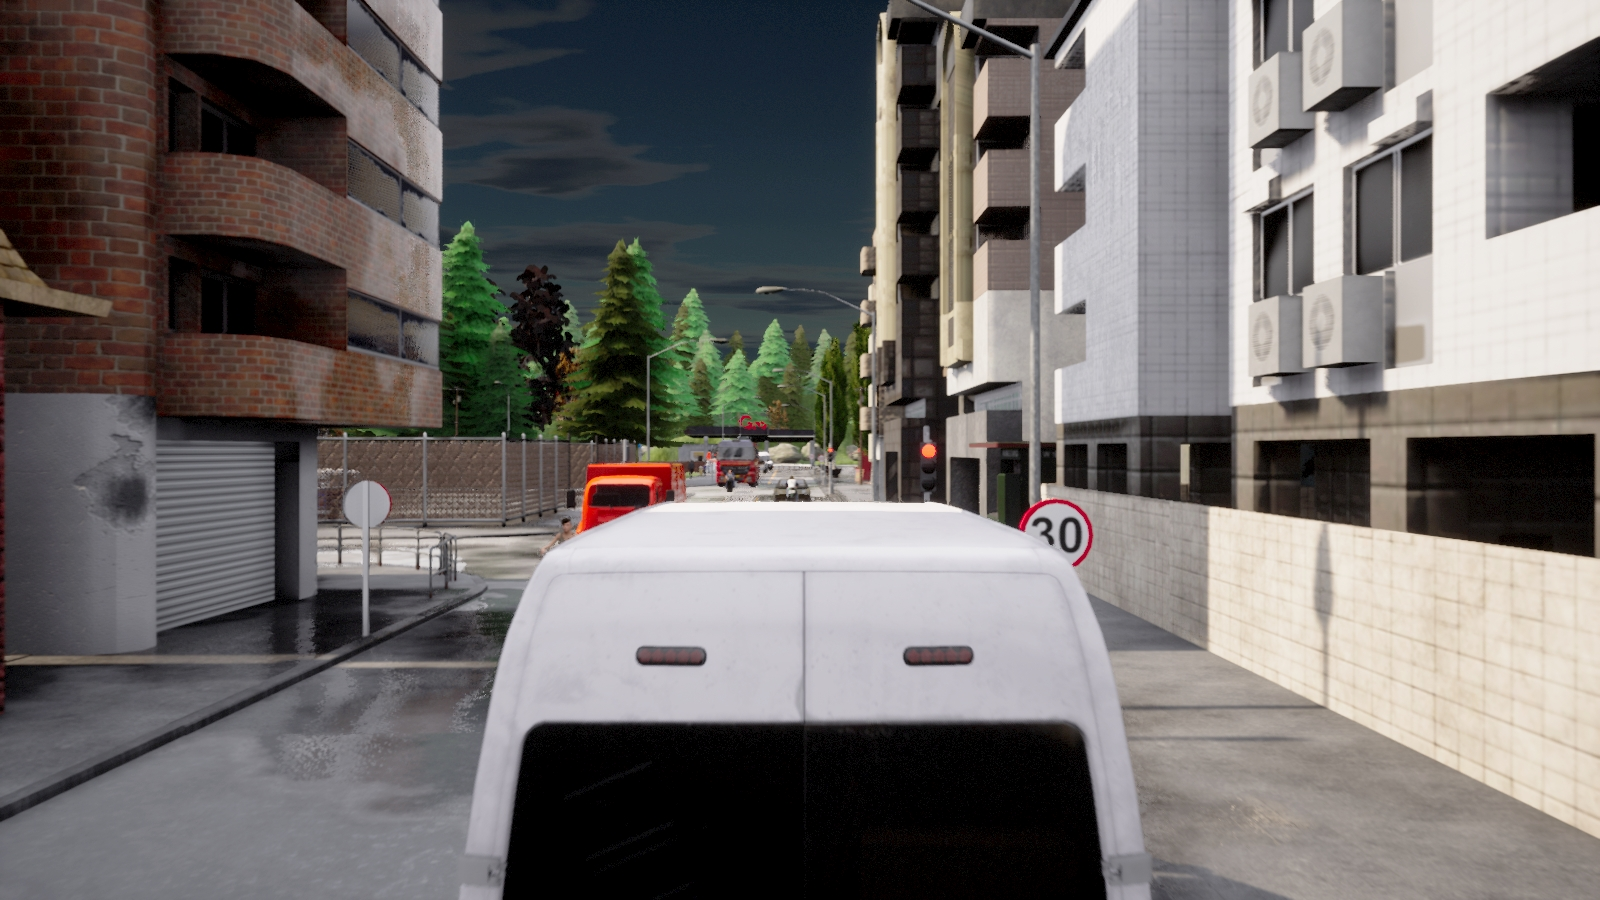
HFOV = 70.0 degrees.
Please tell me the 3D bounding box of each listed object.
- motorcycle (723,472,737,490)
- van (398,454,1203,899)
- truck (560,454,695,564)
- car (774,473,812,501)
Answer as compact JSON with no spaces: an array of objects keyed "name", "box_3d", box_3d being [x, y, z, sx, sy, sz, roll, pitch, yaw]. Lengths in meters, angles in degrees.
[{"name":"motorcycle","box_3d":[-4.529,1.983,73.782,0.803,1.145,2.033,0,0,0]},{"name":"van","box_3d":[-0.013,1.313,5.778,1.988,2.561,5.915,0,0,0]},{"name":"truck","box_3d":[-4.163,1.344,28.564,2.627,2.467,5.204,0,0,0]},{"name":"car","box_3d":[-0.374,1.927,60.339,1.895,1.301,4.718,0,0,0]}]
